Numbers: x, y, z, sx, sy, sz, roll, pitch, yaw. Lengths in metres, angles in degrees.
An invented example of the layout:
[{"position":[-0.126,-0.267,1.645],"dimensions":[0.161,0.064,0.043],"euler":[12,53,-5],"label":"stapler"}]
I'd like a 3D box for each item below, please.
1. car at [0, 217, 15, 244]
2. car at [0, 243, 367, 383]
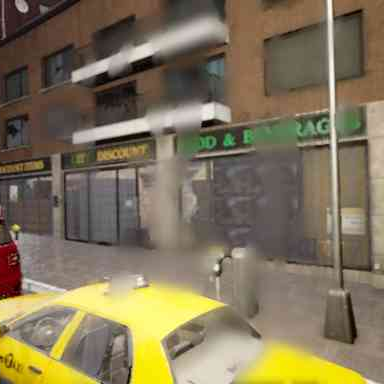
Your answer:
[{"position":[-5.324,1.286,6.553],"dimensions":[5.009,1.841,2.192],"euler":[0,-2,36],"label":"car"},{"position":[-0.854,1.517,3.358],"dimensions":[4.829,1.417,1.752],"euler":[0,-2,36],"label":"car"}]
